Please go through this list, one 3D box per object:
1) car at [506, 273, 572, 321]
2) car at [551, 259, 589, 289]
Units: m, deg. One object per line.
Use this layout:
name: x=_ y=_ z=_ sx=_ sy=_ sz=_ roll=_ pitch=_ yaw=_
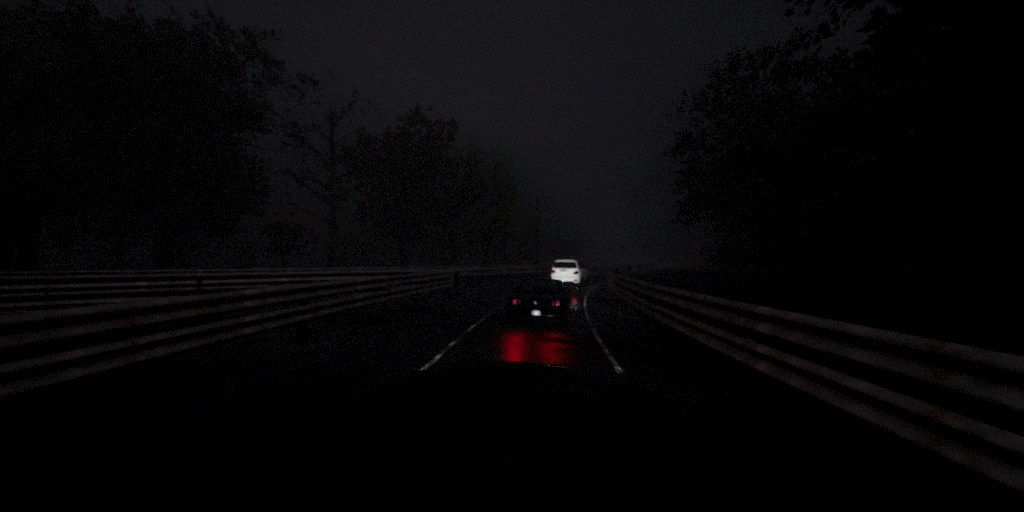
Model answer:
car: x=1.130 y=1.485 z=13.179 sx=1.895 sy=1.301 sz=4.718 roll=0 pitch=-1 yaw=10
car: x=4.411 y=1.274 z=26.931 sx=2.150 sy=2.045 sz=5.566 roll=0 pitch=0 yaw=19
